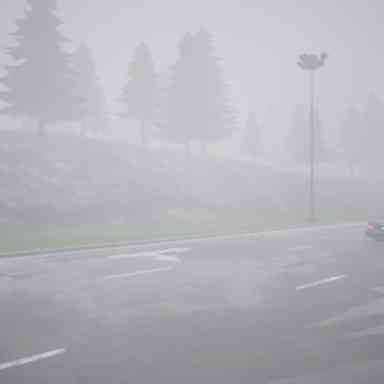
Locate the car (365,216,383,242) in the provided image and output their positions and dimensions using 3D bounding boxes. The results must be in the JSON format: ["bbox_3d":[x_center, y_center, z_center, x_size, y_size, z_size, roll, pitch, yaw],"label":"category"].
[{"bbox_3d":[10.023,1.561,15.202,5.357,1.411,2.033,0,0,-36],"label":"car"}]
